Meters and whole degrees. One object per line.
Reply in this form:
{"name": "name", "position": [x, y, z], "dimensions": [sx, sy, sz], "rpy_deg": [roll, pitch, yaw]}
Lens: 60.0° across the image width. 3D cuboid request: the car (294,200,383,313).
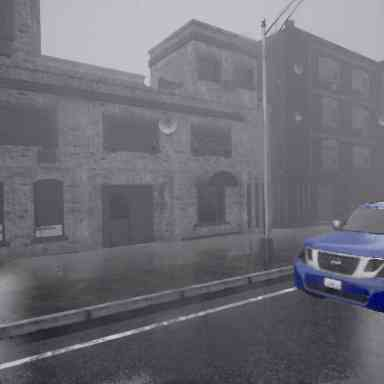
{"name": "car", "position": [4.666, 1.218, 7.322], "dimensions": [5.566, 2.045, 2.150], "rpy_deg": [0, 0, -36]}
